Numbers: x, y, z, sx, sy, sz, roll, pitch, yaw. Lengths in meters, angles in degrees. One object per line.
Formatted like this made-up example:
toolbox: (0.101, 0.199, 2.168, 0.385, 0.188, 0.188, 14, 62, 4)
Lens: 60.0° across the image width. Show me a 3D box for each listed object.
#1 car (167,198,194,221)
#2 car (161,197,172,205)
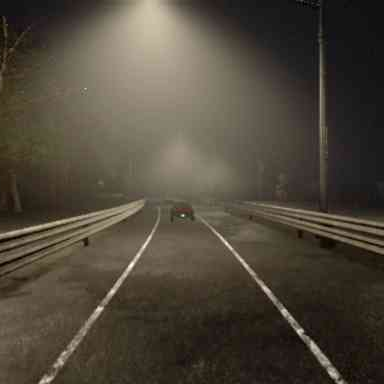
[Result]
car: (-0.888, 1.504, 27.681, 1.837, 1.490, 4.892, 0, 0, -5)
car: (-4.172, 1.511, 57.414, 2.033, 1.411, 5.357, 0, 0, -10)
